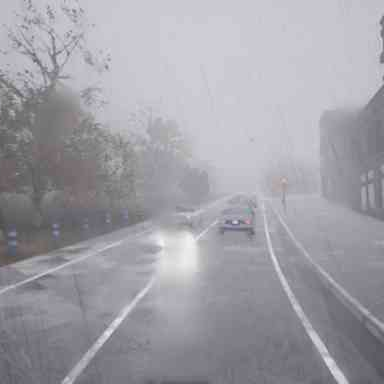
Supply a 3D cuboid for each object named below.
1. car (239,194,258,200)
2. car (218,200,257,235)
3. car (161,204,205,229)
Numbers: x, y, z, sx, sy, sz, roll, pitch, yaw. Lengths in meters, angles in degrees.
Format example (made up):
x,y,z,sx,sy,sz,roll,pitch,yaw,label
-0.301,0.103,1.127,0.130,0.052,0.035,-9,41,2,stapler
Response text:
x,y,z,sx,sy,sz,roll,pitch,yaw,label
6.208,0.941,36.609,2.033,1.411,5.357,-1,0,11,car
2.507,1.408,18.085,2.033,1.411,5.357,-1,1,11,car
-0.478,1.447,20.836,1.895,1.301,4.718,-1,1,11,car
